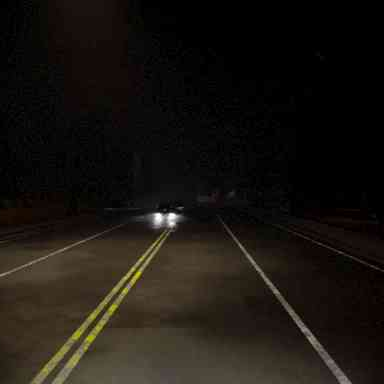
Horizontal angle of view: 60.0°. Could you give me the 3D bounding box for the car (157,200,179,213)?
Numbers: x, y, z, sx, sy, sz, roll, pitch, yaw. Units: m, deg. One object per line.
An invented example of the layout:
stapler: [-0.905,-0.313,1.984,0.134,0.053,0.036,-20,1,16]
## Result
car: [-2.842,1.614,37.396,1.895,1.301,4.718,0,-1,1]

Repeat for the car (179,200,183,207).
car: [-2.428,2.018,56.001,2.033,1.411,5.357,0,-7,1]

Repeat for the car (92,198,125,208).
car: [-11.803,1.526,46.844,4.674,1.442,1.812,0,0,-1]
